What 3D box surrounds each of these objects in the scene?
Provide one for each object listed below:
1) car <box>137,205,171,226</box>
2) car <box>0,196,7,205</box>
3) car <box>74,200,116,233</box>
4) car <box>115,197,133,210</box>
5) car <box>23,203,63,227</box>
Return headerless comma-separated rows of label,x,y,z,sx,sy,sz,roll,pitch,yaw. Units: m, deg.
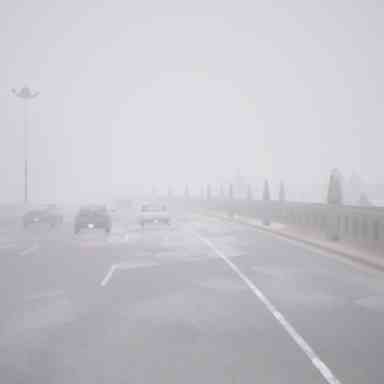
car,-2.686,1.502,22.604,1.895,1.301,4.718,0,0,-12
car,-22.958,1.460,38.301,1.994,1.385,4.181,0,0,-25
car,-5.564,1.432,19.140,1.837,1.490,4.892,0,0,-11
car,-8.588,1.340,40.750,1.837,1.490,4.892,0,0,-23
car,-9.746,1.454,21.960,1.812,1.442,4.674,0,0,-13
